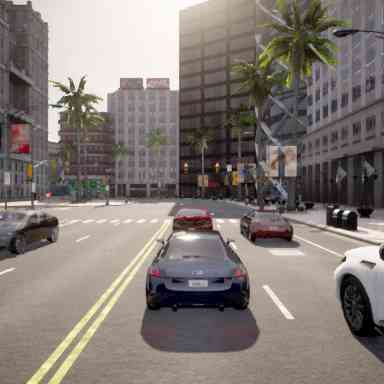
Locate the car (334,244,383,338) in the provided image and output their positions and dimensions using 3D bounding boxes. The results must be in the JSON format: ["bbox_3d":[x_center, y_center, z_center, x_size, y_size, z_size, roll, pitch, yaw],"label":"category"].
[{"bbox_3d":[3.622,1.216,3.484,2.150,2.045,5.566,0,-1,-2],"label":"car"}]

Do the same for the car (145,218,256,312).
[{"bbox_3d":[0.089,1.562,7.813,1.994,1.385,4.181,0,0,-1],"label":"car"}]

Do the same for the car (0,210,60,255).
[{"bbox_3d":[-7.053,1.492,13.479,2.128,1.511,4.902,0,0,1],"label":"car"}]

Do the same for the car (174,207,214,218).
[{"bbox_3d":[0.090,1.478,16.799,1.882,1.535,5.008,0,0,2],"label":"car"}]

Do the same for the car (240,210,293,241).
[{"bbox_3d":[3.597,1.563,16.679,1.994,1.385,4.181,0,0,0],"label":"car"}]
